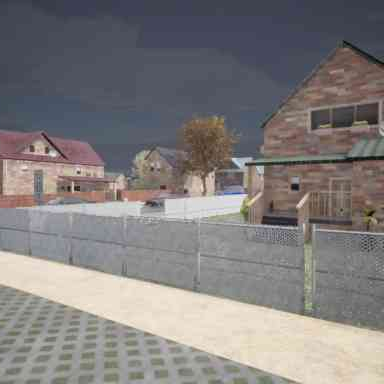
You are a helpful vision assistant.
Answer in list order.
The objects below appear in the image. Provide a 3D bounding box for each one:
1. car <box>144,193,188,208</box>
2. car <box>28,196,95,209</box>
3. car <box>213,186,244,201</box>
[{"bbox_3d":[-2.492,0.848,34.293,2.033,1.411,5.357,1,2,35],"label":"car"},{"bbox_3d":[-9.489,1.062,24.462,1.882,1.535,5.008,1,2,35],"label":"car"},{"bbox_3d":[4.993,0.219,44.728,2.150,2.045,5.566,1,2,36],"label":"car"}]
